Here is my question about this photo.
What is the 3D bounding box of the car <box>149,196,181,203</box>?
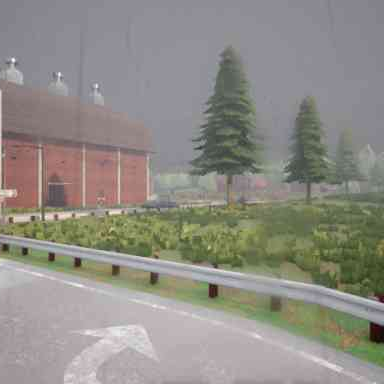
[{"bbox_3d":[-4.010,1.574,41.291,2.033,1.411,5.357,0,0,37],"label":"car"}]

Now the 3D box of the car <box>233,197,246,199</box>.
[{"bbox_3d":[7.811,1.566,56.943,1.837,1.490,4.892,0,0,37],"label":"car"}]
